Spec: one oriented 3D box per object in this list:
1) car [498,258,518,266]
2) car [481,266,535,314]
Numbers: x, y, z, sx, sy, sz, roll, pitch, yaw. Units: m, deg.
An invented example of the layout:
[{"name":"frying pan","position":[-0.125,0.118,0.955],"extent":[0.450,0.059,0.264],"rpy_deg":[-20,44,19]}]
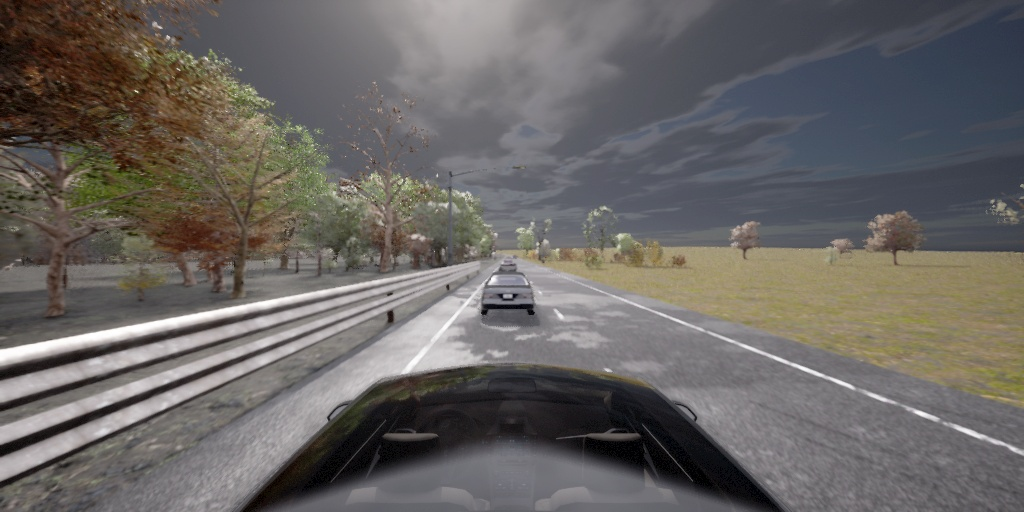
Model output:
[{"name":"car","position":[-0.379,1.231,37.647],"extent":[2.128,1.511,4.902],"rpy_deg":[0,0,-1]},{"name":"car","position":[-0.150,1.293,13.646],"extent":[2.033,1.411,5.357],"rpy_deg":[0,0,-1]}]
